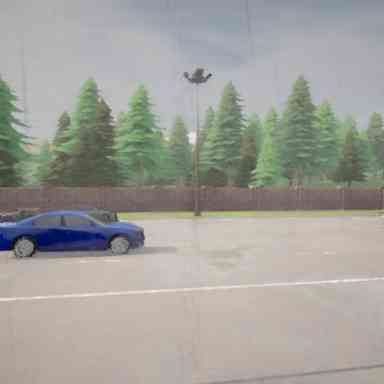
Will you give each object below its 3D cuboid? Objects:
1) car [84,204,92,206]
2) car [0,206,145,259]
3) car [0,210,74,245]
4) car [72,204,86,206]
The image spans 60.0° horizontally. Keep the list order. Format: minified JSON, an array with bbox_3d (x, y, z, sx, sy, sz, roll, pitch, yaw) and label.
[{"bbox_3d":[-7.085,1.488,22.191,4.181,1.385,1.994,0,0,-11],"label":"car"},{"bbox_3d":[-4.242,1.436,12.043,5.008,1.535,1.882,0,0,-11],"label":"car"},{"bbox_3d":[-7.915,1.546,14.907,4.718,1.301,1.895,0,0,-11],"label":"car"},{"bbox_3d":[-8.581,1.535,18.344,4.718,1.301,1.895,0,0,-11],"label":"car"}]
